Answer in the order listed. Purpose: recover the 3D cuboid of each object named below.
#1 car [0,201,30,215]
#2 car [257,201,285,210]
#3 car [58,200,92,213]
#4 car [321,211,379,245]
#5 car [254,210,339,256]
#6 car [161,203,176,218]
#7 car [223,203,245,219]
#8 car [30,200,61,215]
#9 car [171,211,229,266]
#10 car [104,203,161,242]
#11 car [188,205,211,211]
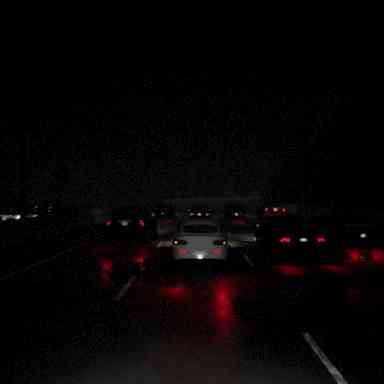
[{"bbox_3d":[-20.306,1.889,39.780,1.837,1.490,4.892,0,-1,1],"label":"car"},{"bbox_3d":[7.740,1.701,32.771,2.097,1.767,4.553,0,-1,1],"label":"car"},{"bbox_3d":[-13.325,1.932,39.078,2.033,1.411,5.357,0,-1,1],"label":"car"},{"bbox_3d":[7.409,1.676,16.700,2.128,1.511,4.902,0,0,1],"label":"car"},{"bbox_3d":[3.843,1.696,13.756,2.033,1.411,5.357,0,-1,1],"label":"car"},{"bbox_3d":[-2.736,1.838,33.950,2.128,1.511,4.902,0,-1,1],"label":"car"},{"bbox_3d":[4.263,1.861,33.857,1.837,1.490,4.892,0,0,1],"label":"car"},{"bbox_3d":[-16.809,1.737,39.595,2.097,1.767,4.553,0,-1,1],"label":"car"},{"bbox_3d":[0.296,1.650,11.966,1.812,1.442,4.674,0,0,1],"label":"car"},{"bbox_3d":[-3.074,1.529,17.554,2.097,1.767,4.553,0,-1,1],"label":"car"},{"bbox_3d":[0.651,1.847,28.821,2.033,1.411,5.357,0,-1,1],"label":"car"}]
